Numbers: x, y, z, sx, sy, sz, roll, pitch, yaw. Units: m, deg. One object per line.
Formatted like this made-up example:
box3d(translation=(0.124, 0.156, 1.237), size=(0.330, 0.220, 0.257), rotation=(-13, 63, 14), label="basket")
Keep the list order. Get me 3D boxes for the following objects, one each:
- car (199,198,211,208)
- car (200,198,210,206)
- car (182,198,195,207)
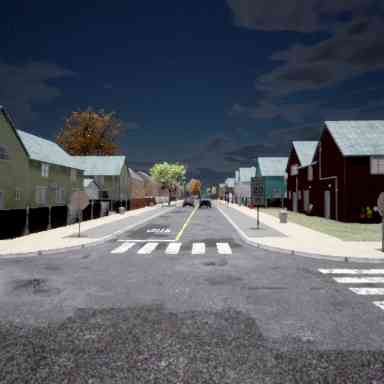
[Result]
box3d(translation=(2.022, 1.700, 51.132), size=(1.837, 1.490, 4.892), rotation=(0, 0, 2), label="car")
box3d(translation=(2.434, 1.797, 61.544), size=(1.812, 1.442, 4.674), rotation=(0, 0, 2), label="car")
box3d(translation=(-0.543, 1.779, 55.824), size=(2.033, 1.411, 5.357), rotation=(0, 0, 2), label="car")
